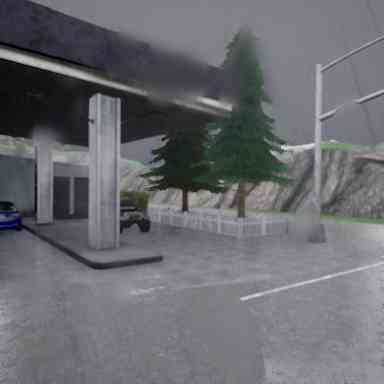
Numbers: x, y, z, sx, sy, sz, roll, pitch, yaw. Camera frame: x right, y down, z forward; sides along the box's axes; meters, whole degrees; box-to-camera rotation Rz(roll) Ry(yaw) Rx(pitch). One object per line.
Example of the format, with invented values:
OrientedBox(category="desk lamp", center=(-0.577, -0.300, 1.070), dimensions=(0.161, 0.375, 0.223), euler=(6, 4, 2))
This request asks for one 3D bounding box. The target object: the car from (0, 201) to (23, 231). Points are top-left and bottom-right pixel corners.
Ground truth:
OrientedBox(category="car", center=(-11.085, 1.333, 18.876), dimensions=(2.242, 1.667, 4.611), euler=(0, 1, -36))

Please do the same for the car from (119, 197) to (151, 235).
OrientedBox(category="car", center=(-3.955, 1.240, 18.655), dimensions=(1.905, 1.878, 3.866), euler=(0, 1, -36))
